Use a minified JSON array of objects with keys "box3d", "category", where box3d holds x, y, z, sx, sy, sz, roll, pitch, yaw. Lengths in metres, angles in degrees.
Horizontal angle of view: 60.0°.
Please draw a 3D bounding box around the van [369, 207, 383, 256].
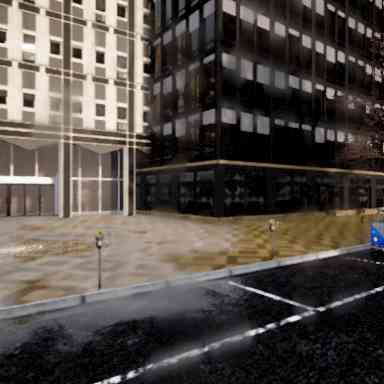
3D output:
[{"box3d":[8.101,1.393,12.128,3.998,1.788,1.690,0,0,-36],"category":"van"}]
